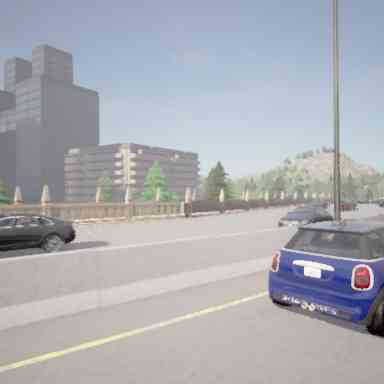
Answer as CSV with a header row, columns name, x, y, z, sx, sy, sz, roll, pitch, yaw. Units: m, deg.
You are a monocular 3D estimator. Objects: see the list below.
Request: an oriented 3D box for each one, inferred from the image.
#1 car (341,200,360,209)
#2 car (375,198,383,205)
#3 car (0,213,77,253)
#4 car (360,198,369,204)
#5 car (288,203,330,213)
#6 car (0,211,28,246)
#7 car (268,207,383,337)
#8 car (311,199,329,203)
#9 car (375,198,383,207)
name,x,y,z,sx,sy,sz,roll,pitch,yaw
car,19.801,1.740,42.684,1.895,1.301,4.718,-1,0,35
car,43.998,2.208,77.620,1.994,1.385,4.181,0,-3,35
car,-6.794,1.549,12.226,4.902,1.511,2.128,0,0,-37
car,41.117,2.221,79.607,2.033,1.411,5.357,0,-3,35
car,6.905,1.587,19.869,1.812,1.442,4.674,0,0,43
car,-9.645,1.635,14.459,4.181,1.385,1.994,0,0,-37
car,3.649,1.366,6.943,4.553,1.767,2.097,0,0,-40
car,17.196,1.712,45.073,2.033,1.411,5.357,-1,0,35
car,30.144,1.687,51.434,2.033,1.411,5.357,-1,0,35
